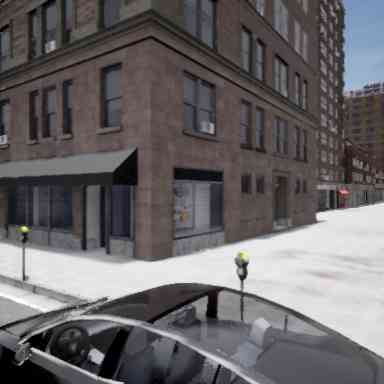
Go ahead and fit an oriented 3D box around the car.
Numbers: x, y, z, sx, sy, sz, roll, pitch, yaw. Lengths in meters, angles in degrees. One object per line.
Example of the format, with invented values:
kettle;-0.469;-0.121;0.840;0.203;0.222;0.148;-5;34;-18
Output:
car;-0.368;1.564;3.072;4.313;1.339;1.947;0;0;35
